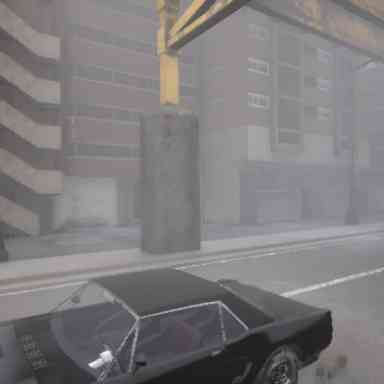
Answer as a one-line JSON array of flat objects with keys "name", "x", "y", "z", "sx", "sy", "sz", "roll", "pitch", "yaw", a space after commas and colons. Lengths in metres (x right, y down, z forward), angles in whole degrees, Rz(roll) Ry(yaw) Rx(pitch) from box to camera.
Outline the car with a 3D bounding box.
[{"name": "car", "x": -0.716, "y": 1.609, "z": 3.409, "sx": 4.718, "sy": 1.301, "sz": 1.895, "roll": 0, "pitch": 0, "yaw": -34}]
